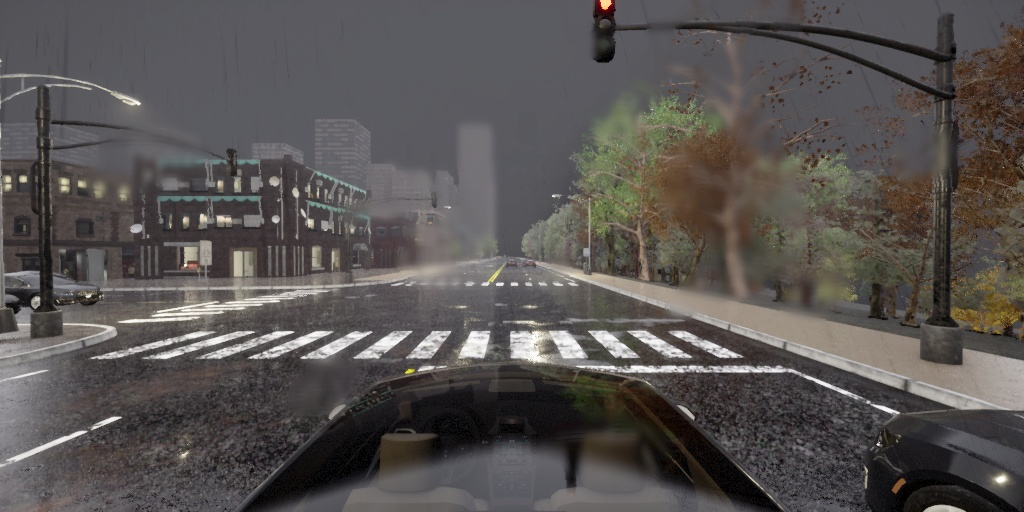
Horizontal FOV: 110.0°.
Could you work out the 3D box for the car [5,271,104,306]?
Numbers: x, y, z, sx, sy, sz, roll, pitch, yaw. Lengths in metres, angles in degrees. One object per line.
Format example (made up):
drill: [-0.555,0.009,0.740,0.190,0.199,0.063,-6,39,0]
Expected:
car: [-20.315,1.481,15.131,4.892,1.490,1.837,-1,1,0]

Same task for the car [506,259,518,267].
car: [-0.048,1.231,63.053,1.837,1.490,4.892,0,0,0]

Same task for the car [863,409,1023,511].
car: [3.353,1.255,0.435,1.837,1.490,4.892,0,0,0]

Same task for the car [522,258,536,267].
car: [3.204,1.252,63.367,1.812,1.442,4.674,0,0,0]

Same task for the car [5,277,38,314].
car: [-19.973,1.565,12.427,4.313,1.339,1.948,0,0,0]
